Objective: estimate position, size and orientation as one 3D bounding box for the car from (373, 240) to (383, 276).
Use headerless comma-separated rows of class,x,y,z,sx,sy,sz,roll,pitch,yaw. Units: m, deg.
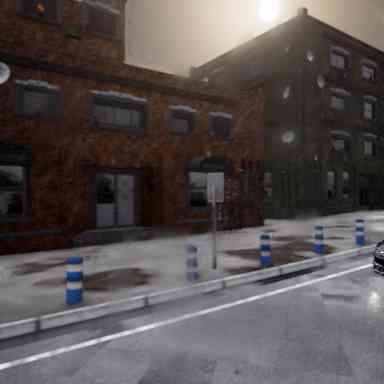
car,6.639,1.371,8.727,4.902,1.511,2.128,-2,1,-35
